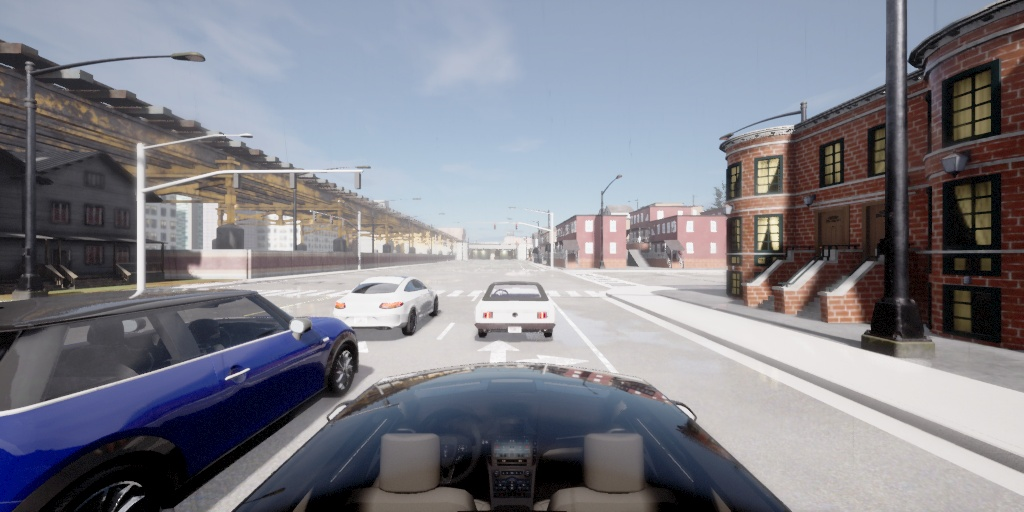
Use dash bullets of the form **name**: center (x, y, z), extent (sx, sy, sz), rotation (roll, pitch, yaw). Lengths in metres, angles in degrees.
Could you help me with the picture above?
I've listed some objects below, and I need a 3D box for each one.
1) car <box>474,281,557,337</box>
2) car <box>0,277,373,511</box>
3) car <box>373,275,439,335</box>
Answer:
- **car**: center (0.106, 1.351, 10.223), extent (1.895, 1.301, 4.718), rotation (0, 0, 1)
- **car**: center (-3.399, 1.102, 3.688), extent (2.097, 1.767, 4.553), rotation (0, 0, 0)
- **car**: center (-3.396, 1.276, 10.331), extent (1.812, 1.442, 4.674), rotation (0, 0, 0)
